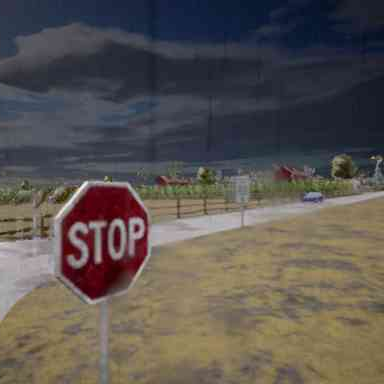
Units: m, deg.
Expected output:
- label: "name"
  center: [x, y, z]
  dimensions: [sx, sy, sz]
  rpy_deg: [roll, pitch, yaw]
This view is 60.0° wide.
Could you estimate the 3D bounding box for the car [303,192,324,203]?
- label: "car"
  center: [17.351, 0.783, 47.541]
  dimensions: [1.882, 1.535, 5.008]
  rpy_deg: [-1, 1, 36]
